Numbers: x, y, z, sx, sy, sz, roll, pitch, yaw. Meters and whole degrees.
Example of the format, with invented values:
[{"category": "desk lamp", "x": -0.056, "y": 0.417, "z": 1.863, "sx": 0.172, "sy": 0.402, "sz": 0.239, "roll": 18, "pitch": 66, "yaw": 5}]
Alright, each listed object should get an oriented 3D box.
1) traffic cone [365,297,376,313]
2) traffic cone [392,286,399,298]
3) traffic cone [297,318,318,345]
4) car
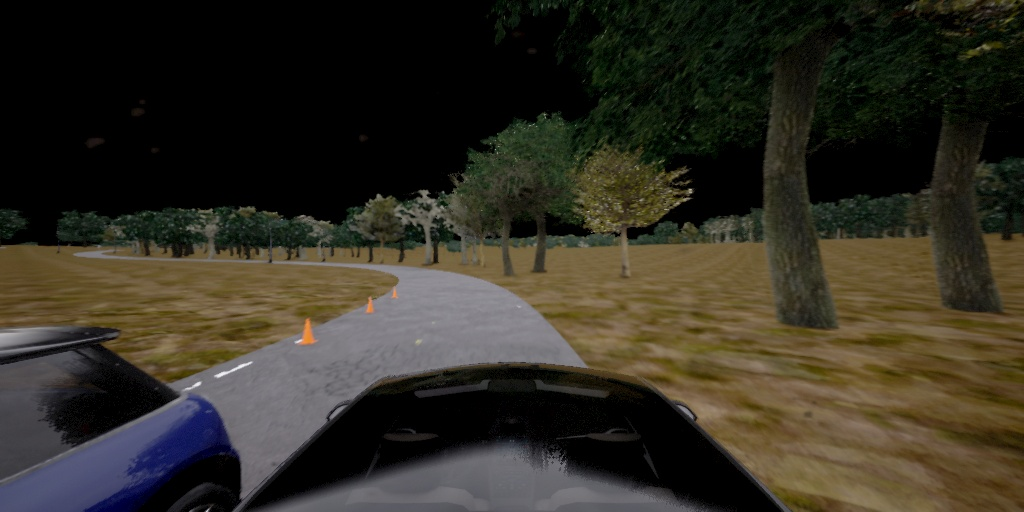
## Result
[{"category": "traffic cone", "x": -5.350, "y": 1.831, "z": 13.539, "sx": 0.340, "sy": 0.580, "sz": 0.340, "roll": 0, "pitch": 0, "yaw": -6}, {"category": "traffic cone", "x": -5.995, "y": 1.852, "z": 18.364, "sx": 0.340, "sy": 0.580, "sz": 0.340, "roll": 0, "pitch": 0, "yaw": -9}, {"category": "traffic cone", "x": -4.943, "y": 1.812, "z": 8.687, "sx": 0.340, "sy": 0.580, "sz": 0.340, "roll": 0, "pitch": 0, "yaw": -3}, {"category": "car", "x": -2.788, "y": 1.135, "z": 0.333, "sx": 2.097, "sy": 1.767, "sz": 4.553, "roll": -1, "pitch": 0, "yaw": 1}]
